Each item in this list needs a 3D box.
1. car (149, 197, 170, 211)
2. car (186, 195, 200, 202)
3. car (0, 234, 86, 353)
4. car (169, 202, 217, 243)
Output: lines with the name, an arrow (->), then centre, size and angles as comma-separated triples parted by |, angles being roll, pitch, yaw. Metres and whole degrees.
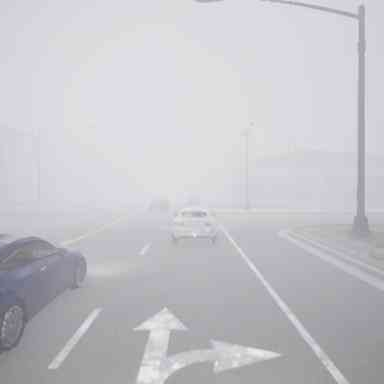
car -> -3.396, 1.262, 35.456 | 1.994, 1.385, 4.181 | 0, 0, 0
car -> 0.104, 1.160, 45.210 | 2.033, 1.411, 5.357 | 0, 1, 0
car -> -3.400, 1.482, 5.932 | 1.812, 1.442, 4.674 | 0, 1, 0
car -> 0.112, 1.400, 15.238 | 1.812, 1.442, 4.674 | 0, 0, 0
